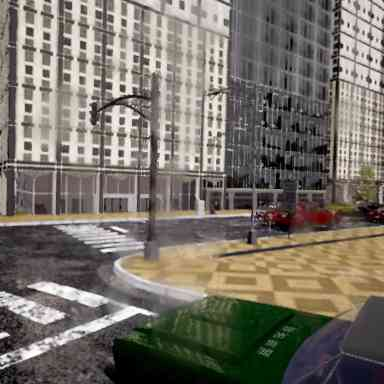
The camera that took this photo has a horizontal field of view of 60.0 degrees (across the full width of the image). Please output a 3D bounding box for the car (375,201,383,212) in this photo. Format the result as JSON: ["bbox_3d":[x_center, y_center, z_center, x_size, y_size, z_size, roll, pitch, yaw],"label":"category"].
[{"bbox_3d":[26.672,1.923,44.835,4.206,1.307,1.802,1,1,-34],"label":"car"}]

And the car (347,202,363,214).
[{"bbox_3d":[17.178,1.757,38.331,4.829,1.417,1.752,1,1,-34],"label":"car"}]

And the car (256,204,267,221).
[{"bbox_3d":[7.357,1.770,25.098,4.674,1.442,1.812,1,1,-34],"label":"car"}]

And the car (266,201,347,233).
[{"bbox_3d":[7.742,1.623,22.313,5.009,1.841,2.192,1,1,-34],"label":"car"}]

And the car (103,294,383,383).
[{"bbox_3d":[1.476,1.600,2.632,4.718,1.301,1.895,0,0,36],"label":"car"}]

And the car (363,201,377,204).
[{"bbox_3d":[21.995,1.853,41.631,4.313,1.339,1.947,1,1,-34],"label":"car"}]

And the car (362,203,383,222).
[{"bbox_3d":[17.090,1.960,28.724,4.507,1.381,1.887,1,1,-34],"label":"car"}]
